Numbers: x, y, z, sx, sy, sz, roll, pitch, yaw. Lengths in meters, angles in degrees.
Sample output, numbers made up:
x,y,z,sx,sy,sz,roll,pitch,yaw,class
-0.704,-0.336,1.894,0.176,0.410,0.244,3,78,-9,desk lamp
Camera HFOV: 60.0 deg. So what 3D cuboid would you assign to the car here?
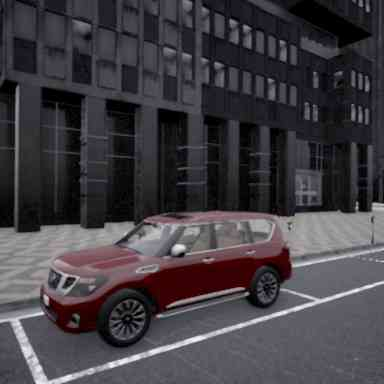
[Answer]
x,y,z,sx,sy,sz,roll,pitch,yaw,class
-0.159,1.347,6.521,5.009,1.841,2.192,1,0,-35,car
